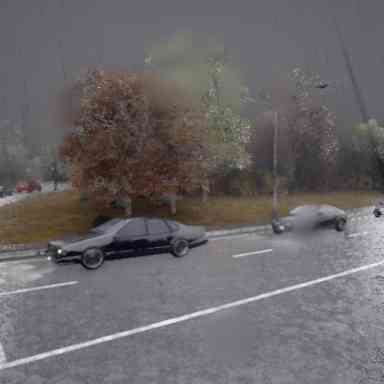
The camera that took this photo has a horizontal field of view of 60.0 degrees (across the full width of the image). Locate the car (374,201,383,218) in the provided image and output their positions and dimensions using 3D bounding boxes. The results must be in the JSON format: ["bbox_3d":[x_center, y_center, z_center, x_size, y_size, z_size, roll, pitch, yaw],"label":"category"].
[{"bbox_3d":[14.330,0.979,22.744,4.902,1.511,2.128,-3,2,-35],"label":"car"}]

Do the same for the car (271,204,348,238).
[{"bbox_3d":[6.085,1.345,16.913,4.674,1.442,1.812,-2,1,-36],"label":"car"}]

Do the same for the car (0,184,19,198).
[{"bbox_3d":[-26.062,-0.022,45.553,1.837,1.490,4.892,0,4,-7],"label":"car"}]

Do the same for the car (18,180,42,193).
[{"bbox_3d":[-27.144,-0.949,55.652,2.150,2.045,5.566,0,4,-1],"label":"car"}]

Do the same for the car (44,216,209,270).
[{"bbox_3d":[-1.966,1.526,11.202,5.357,1.411,2.033,-1,0,-35],"label":"car"}]
